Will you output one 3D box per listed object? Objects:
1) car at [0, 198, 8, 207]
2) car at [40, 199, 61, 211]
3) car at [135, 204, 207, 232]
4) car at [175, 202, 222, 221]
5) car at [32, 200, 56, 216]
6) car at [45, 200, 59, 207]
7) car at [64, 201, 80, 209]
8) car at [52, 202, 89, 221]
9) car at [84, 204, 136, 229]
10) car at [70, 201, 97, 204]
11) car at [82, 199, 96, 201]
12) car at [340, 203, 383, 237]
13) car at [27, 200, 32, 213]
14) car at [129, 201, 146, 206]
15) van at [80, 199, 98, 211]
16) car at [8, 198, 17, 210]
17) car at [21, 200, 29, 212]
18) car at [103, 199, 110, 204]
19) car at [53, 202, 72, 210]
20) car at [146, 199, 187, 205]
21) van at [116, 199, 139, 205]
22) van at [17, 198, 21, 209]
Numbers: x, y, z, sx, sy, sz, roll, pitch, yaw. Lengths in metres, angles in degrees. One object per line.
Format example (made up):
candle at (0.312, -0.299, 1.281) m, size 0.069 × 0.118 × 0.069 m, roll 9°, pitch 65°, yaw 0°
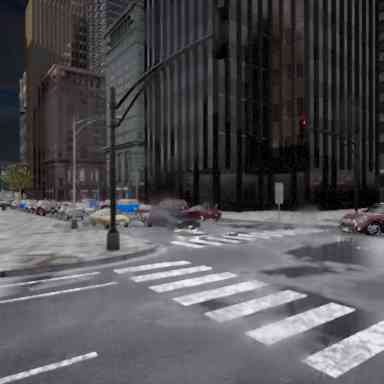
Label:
car at (-41.110, 2.668, 73.785) m, size 1.887 × 1.381 × 4.507 m, roll -1°, pitch 0°, yaw -35°
car at (-21.983, 2.005, 51.618) m, size 2.097 × 1.767 × 4.553 m, roll 0°, pitch -1°, yaw -35°
car at (-1.605, 1.801, 22.697) m, size 2.033 × 1.411 × 5.357 m, roll 0°, pitch -1°, yaw -35°
car at (0.736, 1.833, 29.546) m, size 1.887 × 1.381 × 4.507 m, roll -1°, pitch 0°, yaw -35°
car at (-17.539, 1.902, 40.559) m, size 2.192 × 1.841 × 5.009 m, roll -1°, pitch 0°, yaw -35°
car at (-31.550, 2.599, 75.046) m, size 1.947 × 1.339 × 4.313 m, roll -1°, pitch 0°, yaw -35°
car at (-22.519, 2.411, 62.318) m, size 1.802 × 1.307 × 4.206 m, roll -1°, pitch 0°, yaw -35°
car at (-11.879, 2.006, 32.589) m, size 2.008 × 1.369 × 4.403 m, roll -1°, pitch 0°, yaw -35°
car at (-6.127, 1.845, 24.482) m, size 1.752 × 1.417 × 4.829 m, roll -1°, pitch 0°, yaw -35°
car at (-12.227, 2.030, 37.707) m, size 1.812 × 1.442 × 4.674 m, roll 0°, pitch -1°, yaw -35°
car at (-16.374, 2.139, 48.970) m, size 2.128 × 1.511 × 4.902 m, roll 0°, pitch -1°, yaw -35°
car at (10.277, 1.365, 17.665) m, size 4.553 × 1.767 × 2.097 m, roll 0°, pitch -1°, yaw -8°
car at (-20.362, 2.198, 44.543) m, size 1.887 × 1.381 × 4.507 m, roll -1°, pitch 0°, yaw -35°
car at (-5.141, 2.009, 37.850) m, size 1.802 × 1.307 × 4.206 m, roll -1°, pitch 0°, yaw -35°
van at (-16.903, 2.042, 54.459) m, size 1.690 × 1.788 × 3.998 m, roll -1°, pitch 0°, yaw -35°
car at (-31.776, 2.355, 60.627) m, size 1.967 × 1.590 × 4.097 m, roll -1°, pitch 0°, yaw -35°
car at (-23.191, 2.158, 48.528) m, size 1.967 × 1.590 × 4.097 m, roll -1°, pitch 0°, yaw -35°
car at (-11.025, 1.880, 46.155) m, size 2.192 × 1.841 × 5.009 m, roll -1°, pitch 0°, yaw -35°
car at (-22.426, 2.387, 57.429) m, size 1.895 × 1.301 × 4.718 m, roll 0°, pitch -1°, yaw -35°
car at (-2.208, 1.673, 33.698) m, size 2.192 × 1.841 × 5.009 m, roll -1°, pitch 0°, yaw -35°
van at (-8.086, 1.837, 42.003) m, size 1.690 × 1.788 × 3.998 m, roll -1°, pitch 0°, yaw -35°
van at (-26.020, 2.124, 52.513) m, size 1.690 × 1.788 × 3.998 m, roll -1°, pitch 0°, yaw -35°
